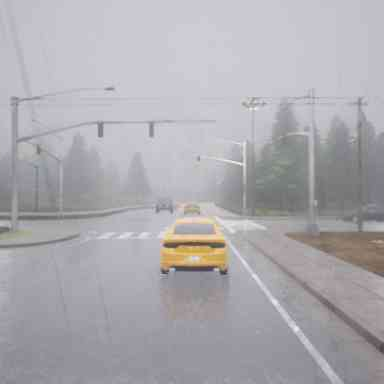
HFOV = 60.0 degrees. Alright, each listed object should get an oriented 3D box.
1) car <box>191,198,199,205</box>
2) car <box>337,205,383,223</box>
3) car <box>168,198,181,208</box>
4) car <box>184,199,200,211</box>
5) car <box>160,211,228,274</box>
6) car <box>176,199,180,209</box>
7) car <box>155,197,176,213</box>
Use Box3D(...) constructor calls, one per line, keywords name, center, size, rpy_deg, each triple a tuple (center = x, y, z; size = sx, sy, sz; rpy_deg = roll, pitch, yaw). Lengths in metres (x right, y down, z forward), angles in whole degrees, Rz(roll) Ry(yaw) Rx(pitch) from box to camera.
Box3D(name="car", center=(0.691, 2.355, 81.780), size=(1.837, 1.490, 4.892), rpy_deg=(0, -1, 2))
Box3D(name="car", center=(14.908, 1.846, 28.145), size=(4.892, 1.490, 1.837), rpy_deg=(0, -1, 1))
Box3D(name="car", center=(-3.390, 2.077, 64.855), size=(2.097, 1.767, 4.553), rpy_deg=(0, -1, 1))
Box3D(name="car", center=(0.014, 1.934, 40.829), size=(1.882, 1.535, 5.008), rpy_deg=(0, -1, 0))
Box3D(name="car", center=(0.078, 1.600, 11.039), size=(1.882, 1.535, 5.008), rpy_deg=(0, -1, 0))
Box3D(name="car", center=(-3.544, 1.962, 54.605), size=(2.097, 1.767, 4.553), rpy_deg=(0, -1, 0))
Box3D(name="car", center=(-3.598, 1.717, 44.313), size=(2.150, 2.045, 5.566), rpy_deg=(0, -1, -1))
